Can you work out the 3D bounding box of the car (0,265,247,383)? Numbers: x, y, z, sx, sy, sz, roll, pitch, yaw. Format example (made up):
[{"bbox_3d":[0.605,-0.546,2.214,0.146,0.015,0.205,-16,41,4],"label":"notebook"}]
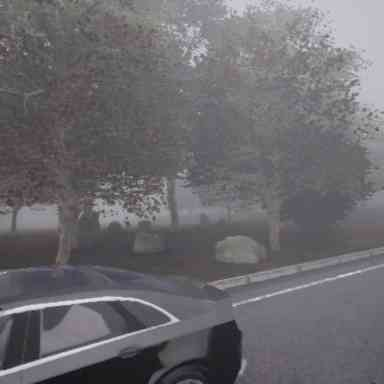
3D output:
[{"bbox_3d":[-1.737,1.491,2.731,4.902,1.511,2.128,0,0,-35],"label":"car"}]
